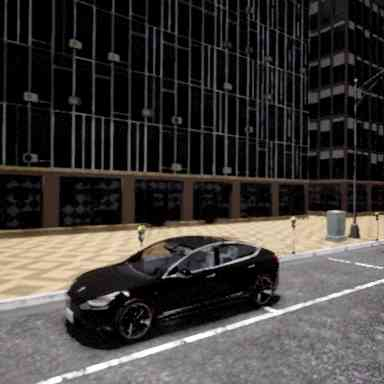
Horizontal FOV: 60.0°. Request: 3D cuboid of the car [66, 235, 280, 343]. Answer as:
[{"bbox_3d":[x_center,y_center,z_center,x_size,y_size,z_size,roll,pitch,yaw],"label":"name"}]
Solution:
[{"bbox_3d":[-0.126,1.568,6.455,4.313,1.339,1.947,0,0,-35],"label":"car"}]
